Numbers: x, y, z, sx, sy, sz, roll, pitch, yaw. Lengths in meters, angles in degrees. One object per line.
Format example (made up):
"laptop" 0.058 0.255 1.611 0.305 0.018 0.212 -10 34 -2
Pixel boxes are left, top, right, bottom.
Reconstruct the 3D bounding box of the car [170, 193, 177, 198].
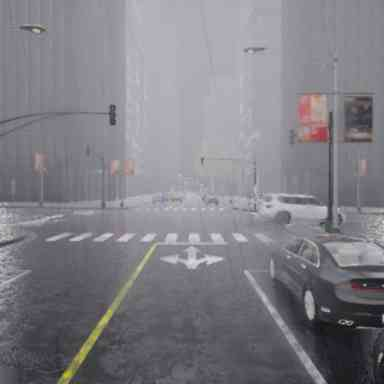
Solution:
"car" -5.177 0.973 93.145 1.887 1.381 4.507 0 0 1

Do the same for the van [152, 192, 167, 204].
"van" -5.524 1.000 54.558 1.690 1.788 3.998 0 0 1

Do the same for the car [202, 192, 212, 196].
"car" 3.002 1.185 54.654 1.752 1.417 4.829 0 0 1

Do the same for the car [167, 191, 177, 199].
"car" -5.226 0.776 87.632 2.192 1.841 5.009 0 0 1

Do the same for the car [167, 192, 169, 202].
"car" -5.425 1.159 65.584 1.947 1.339 4.313 0 0 1

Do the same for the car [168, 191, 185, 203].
"car" -2.740 1.101 60.570 1.882 1.535 5.008 0 0 1

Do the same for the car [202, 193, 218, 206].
"car" 2.951 1.244 48.972 2.008 1.369 4.403 0 0 1

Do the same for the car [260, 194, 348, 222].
"car" 7.415 1.208 22.334 5.566 2.045 2.150 2 0 0

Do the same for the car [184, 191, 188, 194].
"car" -2.561 1.042 76.917 1.812 1.442 4.674 0 0 1

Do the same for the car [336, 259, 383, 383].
"car" 2.764 1.539 1.798 2.008 1.369 4.403 0 0 0

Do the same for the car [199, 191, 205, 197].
"car" 3.100 0.909 65.509 2.192 1.841 5.009 0 0 1

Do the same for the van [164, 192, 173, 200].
"van" -5.325 0.868 76.607 1.690 1.788 3.998 0 0 1

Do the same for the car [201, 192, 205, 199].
"car" 3.050 1.178 59.997 2.008 1.369 4.403 0 0 1

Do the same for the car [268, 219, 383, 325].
"car" 2.764 1.507 6.790 2.008 1.369 4.403 0 0 0
